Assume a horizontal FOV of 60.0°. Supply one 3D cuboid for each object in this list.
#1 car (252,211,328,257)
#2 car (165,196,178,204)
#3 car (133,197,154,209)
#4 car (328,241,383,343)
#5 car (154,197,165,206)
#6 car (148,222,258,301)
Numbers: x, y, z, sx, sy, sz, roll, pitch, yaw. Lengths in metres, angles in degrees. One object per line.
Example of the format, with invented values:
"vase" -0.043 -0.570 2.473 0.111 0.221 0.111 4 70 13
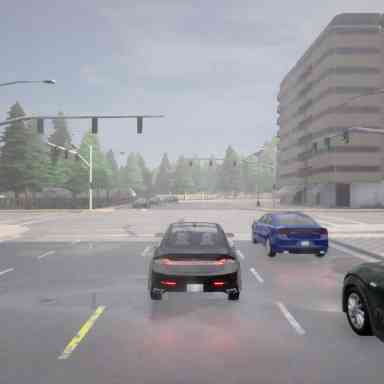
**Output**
"car" 3.585 1.478 12.987 1.882 1.535 5.008 0 0 0
"car" -4.225 1.505 66.291 1.837 1.490 4.892 0 0 20
"car" -6.986 1.526 46.418 1.812 1.442 4.674 0 0 2
"car" 3.600 1.352 3.835 2.097 1.767 4.553 0 0 0
"car" -6.369 1.525 56.322 1.812 1.442 4.674 0 0 8
"car" 0.067 1.492 8.341 2.128 1.511 4.902 0 0 0
